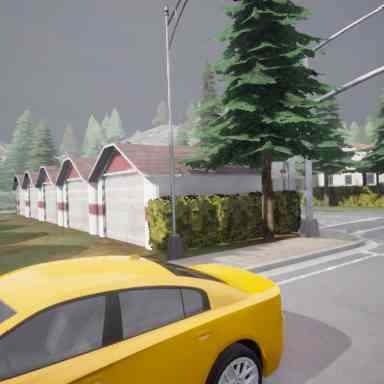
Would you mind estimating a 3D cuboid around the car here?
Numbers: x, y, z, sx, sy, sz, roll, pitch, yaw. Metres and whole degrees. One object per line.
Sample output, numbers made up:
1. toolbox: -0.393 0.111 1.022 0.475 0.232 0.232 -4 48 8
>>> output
1. car: -1.277 1.452 3.078 5.008 1.535 1.882 -2 1 -35
